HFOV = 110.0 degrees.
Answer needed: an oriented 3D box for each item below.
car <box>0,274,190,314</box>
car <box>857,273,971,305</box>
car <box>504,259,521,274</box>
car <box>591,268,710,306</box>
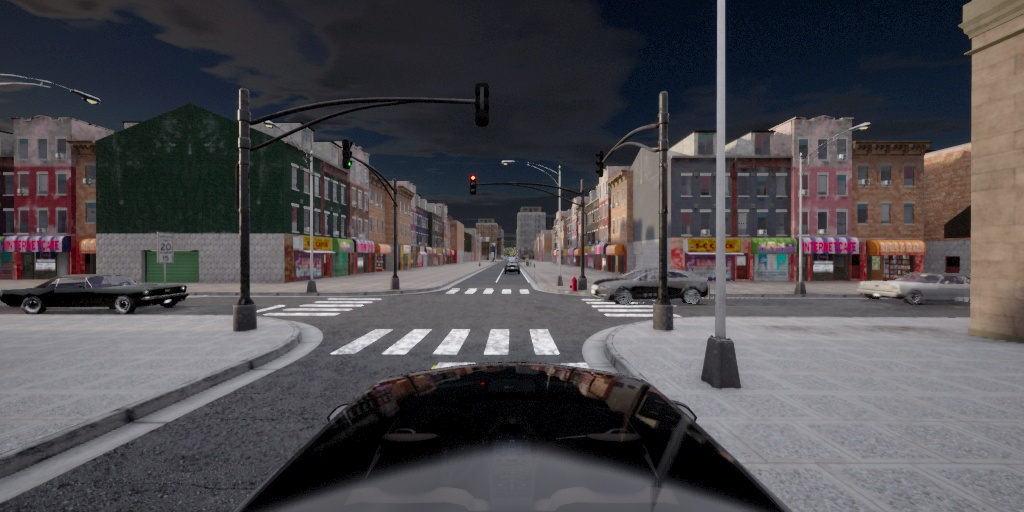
[{"bbox_3d":[-14.635,1.312,12.851,4.718,1.301,1.895,0,0,-3],"label":"car"},{"bbox_3d":[18.300,1.406,15.821,4.718,1.301,1.895,0,0,0],"label":"car"},{"bbox_3d":[0.022,1.313,40.639,1.948,1.339,4.313,0,0,0],"label":"car"},{"bbox_3d":[5.896,1.258,15.436,4.902,1.511,2.128,0,0,-5],"label":"car"}]
